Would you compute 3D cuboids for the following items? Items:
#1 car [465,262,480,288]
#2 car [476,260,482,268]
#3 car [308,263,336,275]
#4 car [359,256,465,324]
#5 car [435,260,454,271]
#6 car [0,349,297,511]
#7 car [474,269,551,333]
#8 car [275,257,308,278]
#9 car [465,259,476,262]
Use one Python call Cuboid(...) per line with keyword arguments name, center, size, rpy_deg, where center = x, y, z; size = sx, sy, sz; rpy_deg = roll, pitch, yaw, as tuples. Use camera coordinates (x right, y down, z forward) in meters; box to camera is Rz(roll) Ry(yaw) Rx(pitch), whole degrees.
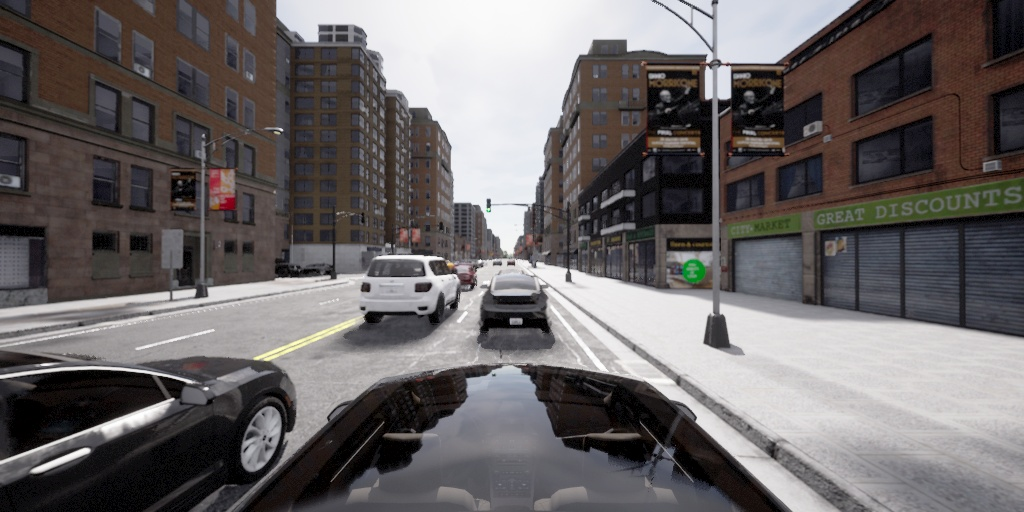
Cuboid(name="car", center=(-3.359, 1.361, 24.189), size=(1.812, 1.442, 4.674), rpy_deg=(0, 0, -2))
Cuboid(name="car", center=(-6.710, 1.338, 59.926), size=(2.097, 1.767, 4.553), rpy_deg=(0, 0, 0))
Cuboid(name="car", center=(-22.235, 1.489, 40.553), size=(4.313, 1.339, 1.948), rpy_deg=(0, 0, 0))
Cuboid(name="car", center=(-3.174, 1.012, 12.207), size=(2.150, 2.045, 5.566), rpy_deg=(0, 0, 0))
Cuboid(name="car", center=(-9.960, 1.435, 53.355), size=(1.882, 1.535, 5.008), rpy_deg=(0, 0, 0))
Cuboid(name="car", center=(-3.153, 1.255, 1.774), size=(1.837, 1.490, 4.892), rpy_deg=(0, 0, 0))
Cuboid(name="car", center=(0.081, 1.290, 10.910), size=(1.837, 1.490, 4.892), rpy_deg=(0, 0, 0))
Cuboid(name="car", center=(-23.562, 1.096, 35.080), size=(5.566, 2.045, 2.150), rpy_deg=(0, -1, 0))
Cuboid(name="car", center=(-6.706, 1.299, 51.053), size=(2.097, 1.767, 4.553), rpy_deg=(0, 0, 0))
